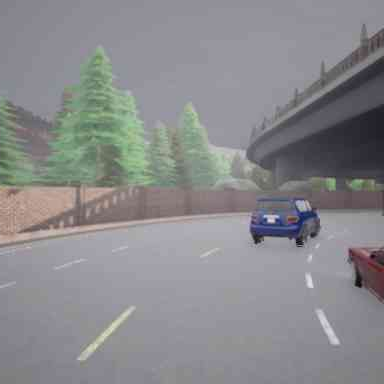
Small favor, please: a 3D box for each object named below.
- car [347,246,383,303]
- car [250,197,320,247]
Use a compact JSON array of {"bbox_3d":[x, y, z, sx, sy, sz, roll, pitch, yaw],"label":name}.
[{"bbox_3d":[4.454,1.620,6.308,1.895,1.301,4.718,0,0,12],"label":"car"},{"bbox_3d":[4.486,1.238,15.633,2.150,2.045,5.566,0,0,29],"label":"car"}]
